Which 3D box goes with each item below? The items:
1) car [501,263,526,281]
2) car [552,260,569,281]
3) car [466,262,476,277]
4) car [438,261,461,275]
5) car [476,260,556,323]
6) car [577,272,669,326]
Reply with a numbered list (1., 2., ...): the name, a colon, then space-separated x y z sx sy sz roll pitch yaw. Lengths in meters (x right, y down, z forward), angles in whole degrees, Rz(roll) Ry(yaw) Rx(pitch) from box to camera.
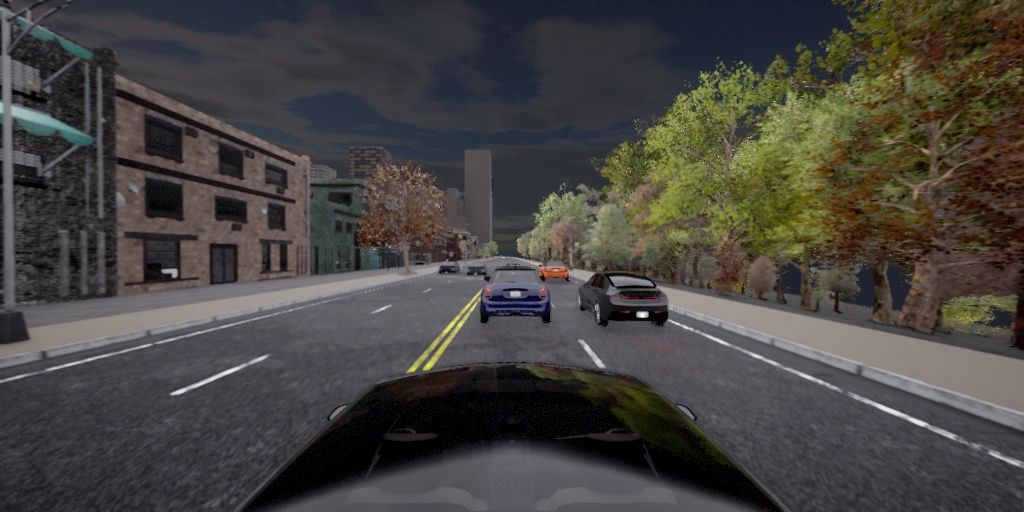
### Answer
1. car: 0.093 1.310 30.652 1.994 1.385 4.181 0 0 0
2. car: 3.344 1.098 29.539 2.097 1.767 4.553 0 0 0
3. car: -3.380 1.293 35.826 2.033 1.411 5.357 0 0 0
4. car: -6.653 1.293 38.777 2.033 1.411 5.357 0 0 -1
5. car: 0.100 1.101 12.314 2.097 1.767 4.553 0 0 0
6. car: 3.350 1.254 11.620 1.837 1.490 4.892 0 0 0
